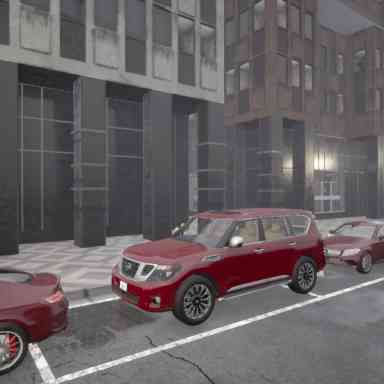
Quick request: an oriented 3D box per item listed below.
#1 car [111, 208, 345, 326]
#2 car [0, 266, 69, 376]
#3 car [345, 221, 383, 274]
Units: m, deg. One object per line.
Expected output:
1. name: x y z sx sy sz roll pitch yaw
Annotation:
1. car: 0.853 1.315 7.252 5.009 1.841 2.192 0 0 -35
2. car: -3.714 1.582 4.006 4.206 1.307 1.802 0 0 -35
3. car: 5.420 1.582 10.496 4.206 1.307 1.802 0 0 -35
